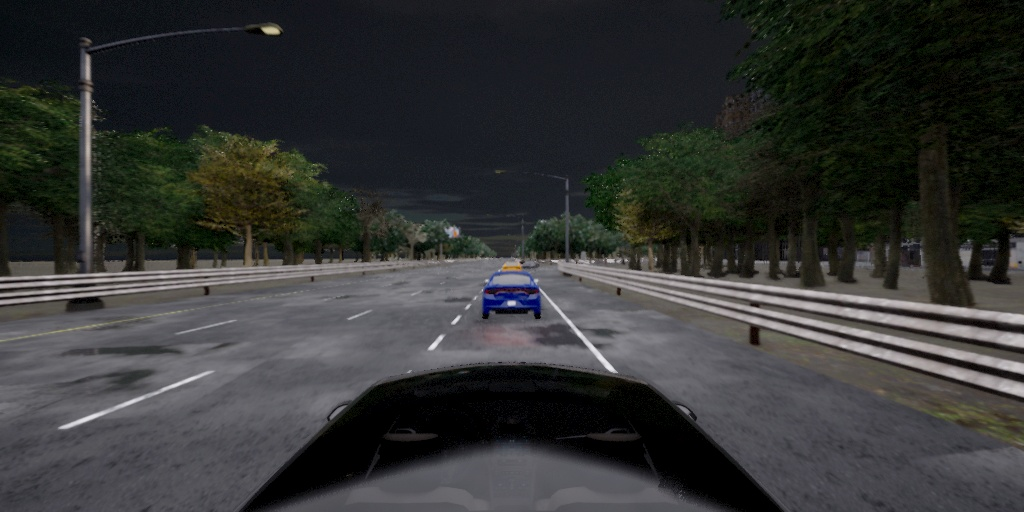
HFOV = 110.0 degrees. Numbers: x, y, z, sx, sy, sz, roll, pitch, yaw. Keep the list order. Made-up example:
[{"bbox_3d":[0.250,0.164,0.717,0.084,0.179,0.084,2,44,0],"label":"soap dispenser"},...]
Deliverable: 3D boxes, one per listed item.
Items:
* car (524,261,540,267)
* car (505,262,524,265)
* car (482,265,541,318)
[{"bbox_3d":[3.136,1.421,57.286,2.033,1.411,5.357,0,0,16],"label":"car"},{"bbox_3d":[0.064,1.311,36.495,1.882,1.535,5.008,0,0,2],"label":"car"},{"bbox_3d":[-0.013,1.272,13.157,1.882,1.535,5.008,0,0,0],"label":"car"}]
